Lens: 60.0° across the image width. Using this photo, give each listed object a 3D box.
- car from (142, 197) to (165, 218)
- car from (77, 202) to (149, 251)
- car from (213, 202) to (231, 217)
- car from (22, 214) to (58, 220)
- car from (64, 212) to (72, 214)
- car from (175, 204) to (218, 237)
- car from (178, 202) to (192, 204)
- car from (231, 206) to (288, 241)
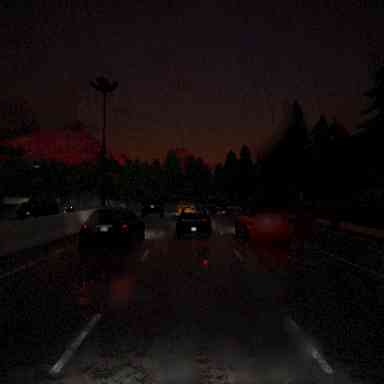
[{"bbox_3d":[-4.034,1.538,34.269,2.150,2.045,5.566,0,-1,-5],"label":"car"},{"bbox_3d":[-3.405,1.491,15.022,2.097,1.767,4.553,0,-1,0],"label":"car"},{"bbox_3d":[2.883,1.815,35.060,2.128,1.511,4.902,0,-1,-5],"label":"car"},{"bbox_3d":[-14.438,1.513,31.582,2.150,2.045,5.566,0,0,-5],"label":"car"},{"bbox_3d":[-11.013,1.899,32.292,1.895,1.301,4.718,0,-1,-5],"label":"car"},{"bbox_3d":[0.093,1.668,19.099,2.128,1.511,4.902,0,-1,0],"label":"car"},{"bbox_3d":[-0.823,1.815,36.625,1.882,1.535,5.008,0,-1,-7],"label":"car"},{"bbox_3d":[3.594,1.518,17.968,2.097,1.767,4.553,0,-1,0],"label":"car"}]
